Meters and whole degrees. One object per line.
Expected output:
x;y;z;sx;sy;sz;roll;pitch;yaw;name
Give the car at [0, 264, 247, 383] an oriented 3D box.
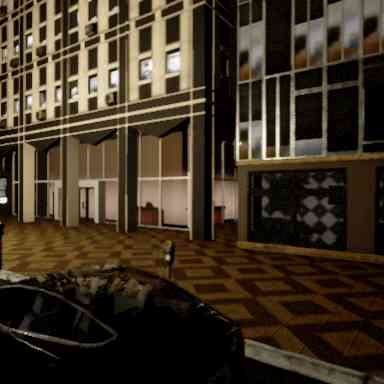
-1.464;1.555;3.918;4.313;1.339;1.947;0;0;36;car
